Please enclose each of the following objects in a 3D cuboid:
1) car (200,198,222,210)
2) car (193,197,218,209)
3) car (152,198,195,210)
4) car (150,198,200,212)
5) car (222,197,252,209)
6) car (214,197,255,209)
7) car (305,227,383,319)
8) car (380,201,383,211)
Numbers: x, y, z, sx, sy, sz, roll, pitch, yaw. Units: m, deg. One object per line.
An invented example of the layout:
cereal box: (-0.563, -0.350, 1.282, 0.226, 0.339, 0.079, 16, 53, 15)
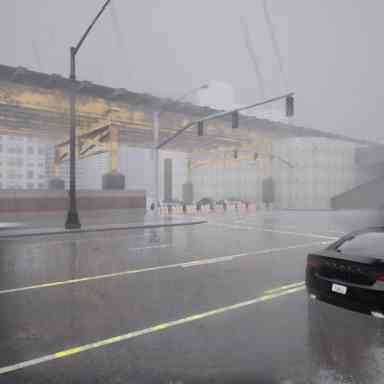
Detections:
car: (1.712, 1.452, 39.957, 2.038, 1.542, 4.974, 0, 0, 18)
car: (1.727, 1.295, 40.006, 1.853, 1.218, 4.536, 0, 0, 18)
car: (-2.061, 1.295, 37.246, 4.536, 1.218, 1.853, 0, 0, 8)
car: (-2.010, 1.452, 37.240, 4.974, 1.542, 2.038, 0, 0, 8)
car: (5.538, 1.294, 43.743, 4.536, 1.218, 1.853, 0, 0, -7)
car: (5.590, 1.452, 43.750, 4.974, 1.542, 2.038, 0, 0, -7)
car: (4.486, 1.477, 7.043, 5.008, 1.535, 1.882, 0, 0, -36)
car: (24.243, 1.490, 39.771, 4.902, 1.511, 2.128, 0, 0, -37)
